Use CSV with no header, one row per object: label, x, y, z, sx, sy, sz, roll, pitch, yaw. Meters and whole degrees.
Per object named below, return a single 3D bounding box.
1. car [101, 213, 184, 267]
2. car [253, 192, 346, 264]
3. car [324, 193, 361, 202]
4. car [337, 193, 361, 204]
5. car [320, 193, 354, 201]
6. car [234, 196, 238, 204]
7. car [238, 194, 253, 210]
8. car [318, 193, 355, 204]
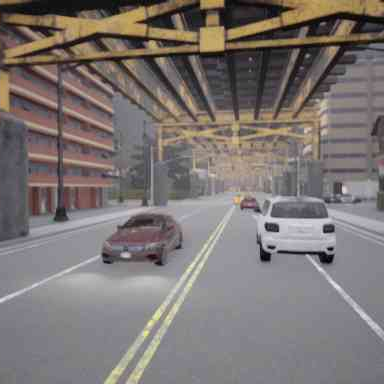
car,-1.470,1.474,11.495,1.812,1.442,4.674,0,0,9
car,3.471,1.164,11.925,2.150,2.045,5.566,0,0,9
car,21.386,0.804,47.327,4.536,1.218,1.853,0,1,-11
car,21.336,0.962,47.318,4.974,1.542,2.038,0,1,-11
car,22.359,0.753,51.342,4.536,1.218,1.853,0,1,34
car,7.443,1.012,47.404,1.882,1.535,5.008,0,1,-10
car,6.325,1.233,36.571,1.994,1.385,4.181,0,1,8
car,22.316,0.910,51.373,4.974,1.542,2.038,0,1,34
